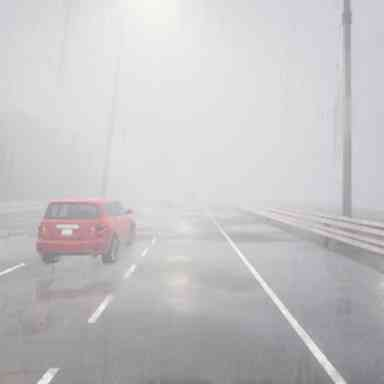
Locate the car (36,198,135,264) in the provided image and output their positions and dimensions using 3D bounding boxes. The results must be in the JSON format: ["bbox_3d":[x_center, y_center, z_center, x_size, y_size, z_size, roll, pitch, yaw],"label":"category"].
[{"bbox_3d":[-3.504,1.224,12.001,2.150,2.045,5.566,0,0,0],"label":"car"}]

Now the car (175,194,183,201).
[{"bbox_3d":[-3.824,1.551,84.056,1.812,1.442,4.674,0,0,0],"label":"car"}]

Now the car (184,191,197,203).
[{"bbox_3d":[-0.122,1.249,68.601,2.150,2.045,5.566,0,0,0],"label":"car"}]

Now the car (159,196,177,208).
[{"bbox_3d":[-3.605,1.626,47.630,1.895,1.301,4.718,0,0,0],"label":"car"}]
